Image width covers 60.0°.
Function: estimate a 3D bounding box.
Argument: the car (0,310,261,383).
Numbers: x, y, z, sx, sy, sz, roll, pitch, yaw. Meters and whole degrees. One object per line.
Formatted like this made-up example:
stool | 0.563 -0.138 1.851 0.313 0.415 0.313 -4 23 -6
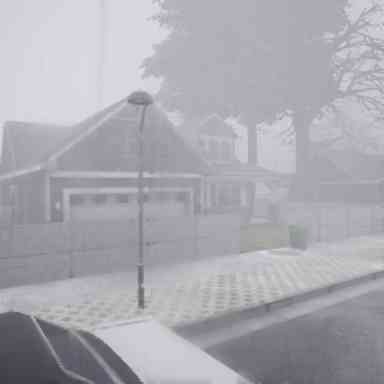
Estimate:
car | -1.837 1.601 1.763 4.718 1.301 1.895 0 0 -35
